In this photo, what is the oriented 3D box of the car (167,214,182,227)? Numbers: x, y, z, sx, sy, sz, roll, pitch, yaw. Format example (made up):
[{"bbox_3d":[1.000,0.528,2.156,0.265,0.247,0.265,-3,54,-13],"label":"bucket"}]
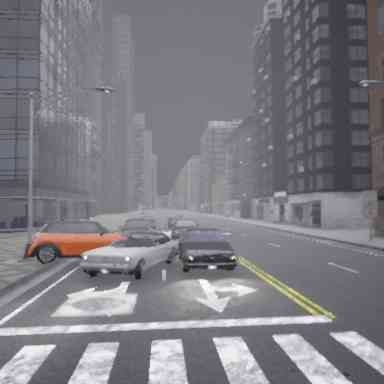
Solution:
[{"bbox_3d":[-1.607,3.164,35.993,2.128,1.511,4.902,0,-2,-5],"label":"car"}]

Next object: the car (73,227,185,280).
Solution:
[{"bbox_3d":[-2.002,2.178,12.192,1.895,1.301,4.718,-1,-3,17],"label":"car"}]

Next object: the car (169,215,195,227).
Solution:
[{"bbox_3d":[-0.436,2.586,22.879,1.812,1.442,4.674,0,-3,-5],"label":"car"}]

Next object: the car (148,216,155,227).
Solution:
[{"bbox_3d":[-3.566,2.523,21.370,1.837,1.490,4.892,0,-3,-5],"label":"car"}]

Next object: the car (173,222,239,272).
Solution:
[{"bbox_3d":[0.440,2.164,13.354,2.033,1.411,5.357,0,-3,-5],"label":"car"}]

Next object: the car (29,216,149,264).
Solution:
[{"bbox_3d":[-4.449,2.015,14.372,4.553,1.767,2.097,2,-4,-21],"label":"car"}]
